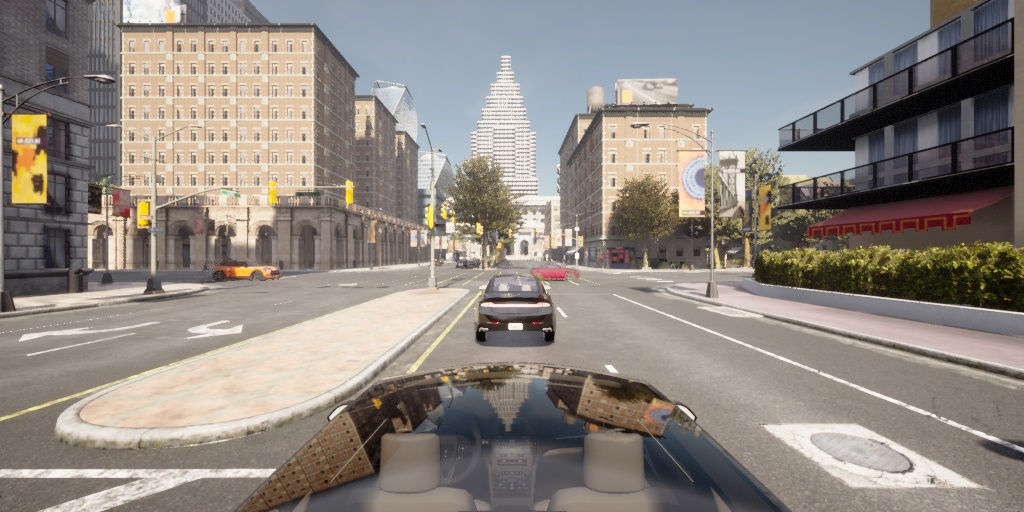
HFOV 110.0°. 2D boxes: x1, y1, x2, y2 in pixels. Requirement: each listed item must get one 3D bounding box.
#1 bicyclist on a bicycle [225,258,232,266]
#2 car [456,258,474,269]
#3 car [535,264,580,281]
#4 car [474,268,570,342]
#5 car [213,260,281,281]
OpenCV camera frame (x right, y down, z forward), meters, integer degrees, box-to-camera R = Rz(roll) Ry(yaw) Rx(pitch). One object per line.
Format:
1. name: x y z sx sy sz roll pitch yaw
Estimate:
1. bicyclist on a bicycle: -37.237 1.050 47.226 0.582 1.620 1.656 0 0 0
2. car: -8.002 1.241 58.564 2.128 1.511 4.902 0 0 0
3. car: 3.446 1.314 29.420 4.181 1.385 1.994 0 0 0
4. car: 0.083 1.242 9.815 2.128 1.511 4.902 0 0 0
5. car: -21.534 1.101 29.317 4.553 1.767 2.097 0 0 0
